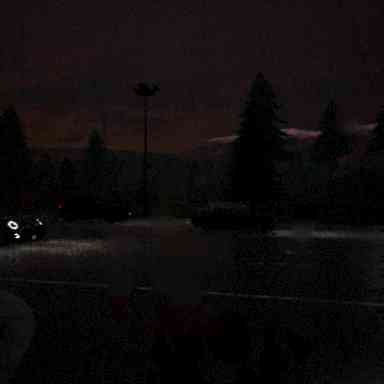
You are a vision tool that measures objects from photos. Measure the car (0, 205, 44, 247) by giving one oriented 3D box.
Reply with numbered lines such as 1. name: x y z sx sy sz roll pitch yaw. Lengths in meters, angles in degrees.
1. car: -8.942 1.344 14.718 4.553 1.767 2.097 0 0 12

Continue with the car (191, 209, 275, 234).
1. car: 2.429 1.668 19.467 4.718 1.301 1.895 0 0 12

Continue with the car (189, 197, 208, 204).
1. car: 1.273 1.767 69.777 4.181 1.385 1.994 0 0 44

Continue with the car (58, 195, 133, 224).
1. car: -7.285 1.252 25.101 5.566 2.045 2.150 0 0 12
